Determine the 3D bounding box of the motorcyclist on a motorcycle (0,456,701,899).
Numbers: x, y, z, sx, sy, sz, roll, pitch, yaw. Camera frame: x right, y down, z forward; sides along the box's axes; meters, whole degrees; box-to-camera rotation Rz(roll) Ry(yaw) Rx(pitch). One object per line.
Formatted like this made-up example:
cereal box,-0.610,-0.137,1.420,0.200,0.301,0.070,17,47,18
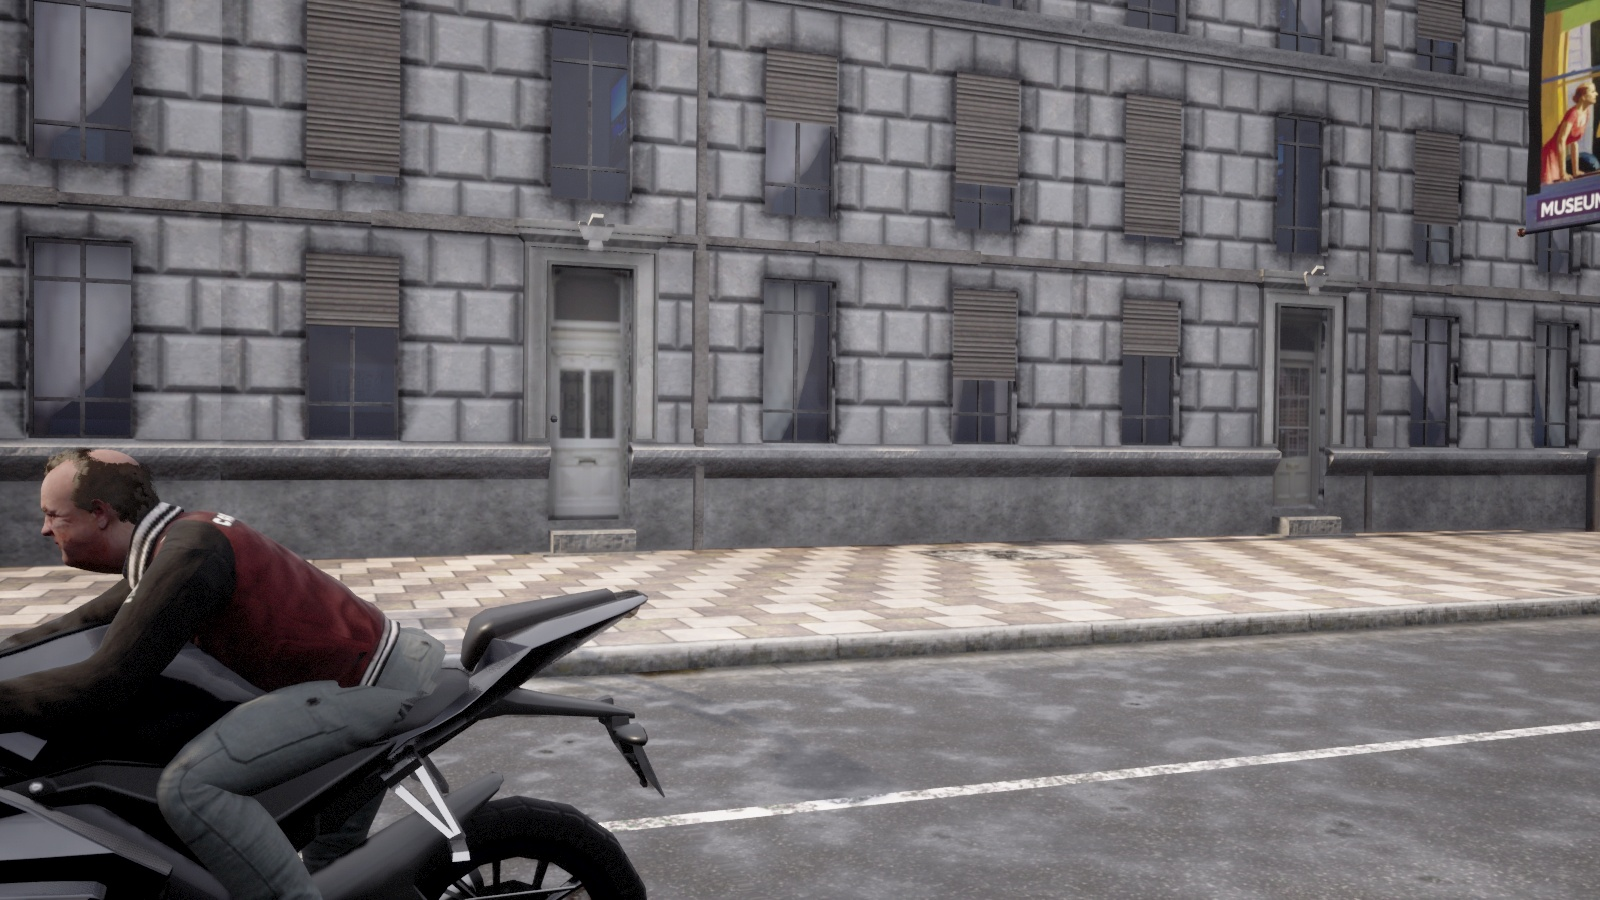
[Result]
motorcyclist on a motorcycle,-1.392,0.804,2.711,2.191,1.530,0.866,-1,1,-21
